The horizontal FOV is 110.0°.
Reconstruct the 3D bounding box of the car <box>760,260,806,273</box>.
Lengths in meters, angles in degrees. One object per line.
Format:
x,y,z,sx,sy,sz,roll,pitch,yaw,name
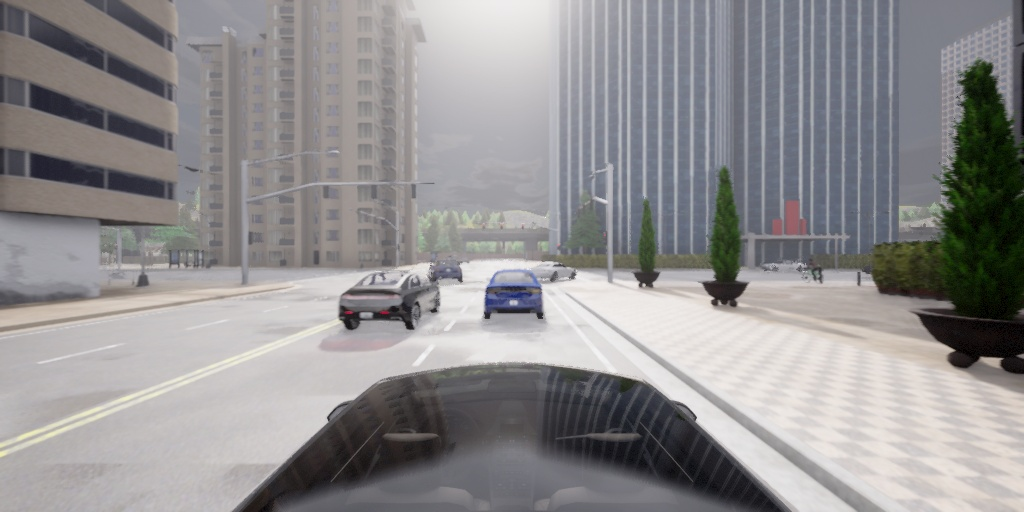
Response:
31.379,1.160,41.498,4.674,1.442,1.812,0,0,0,car

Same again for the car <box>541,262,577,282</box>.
3.311,1.198,28.253,1.812,1.442,4.674,-1,0,39,car

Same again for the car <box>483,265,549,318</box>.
0.066,1.195,12.839,1.882,1.535,5.008,0,0,0,car

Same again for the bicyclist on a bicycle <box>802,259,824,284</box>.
19.639,0.988,23.403,0.582,1.620,1.656,0,0,-1,bicyclist on a bicycle

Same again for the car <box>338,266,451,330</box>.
-3.445,1.211,10.945,2.128,1.511,4.902,0,0,0,car

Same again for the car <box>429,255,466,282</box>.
-5.192,1.025,27.504,2.097,1.767,4.553,0,0,-19,car

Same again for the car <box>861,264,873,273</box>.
39.800,1.209,38.066,4.181,1.385,1.994,0,0,0,car
